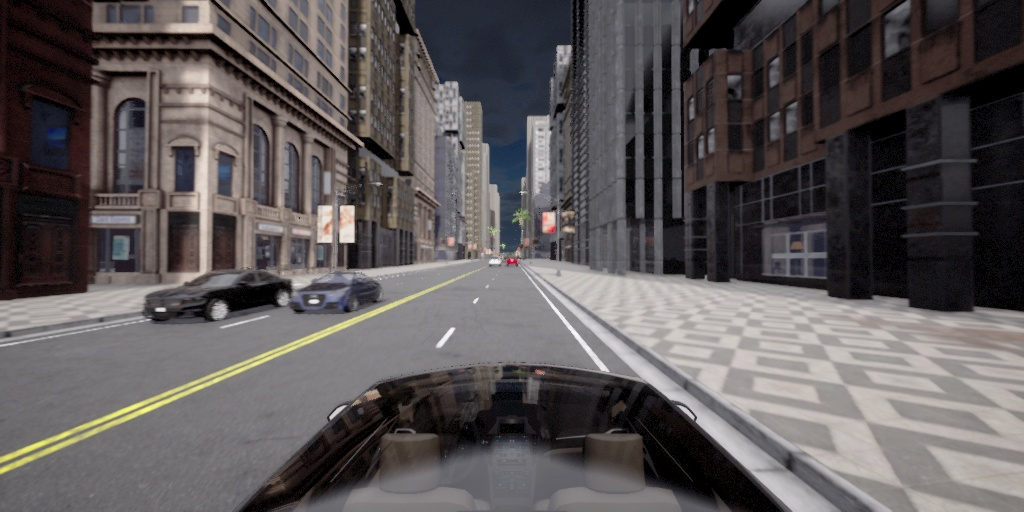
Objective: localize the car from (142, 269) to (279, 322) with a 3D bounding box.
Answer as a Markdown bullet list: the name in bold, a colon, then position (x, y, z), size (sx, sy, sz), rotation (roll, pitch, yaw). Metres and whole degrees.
- **car**: position (-9.835, 1.233, 12.541), size (1.882, 1.535, 5.008), rotation (0, 0, 0)

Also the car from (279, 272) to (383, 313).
- **car**: position (-6.581, 1.320, 13.907), size (1.994, 1.385, 4.181), rotation (0, 0, 0)
